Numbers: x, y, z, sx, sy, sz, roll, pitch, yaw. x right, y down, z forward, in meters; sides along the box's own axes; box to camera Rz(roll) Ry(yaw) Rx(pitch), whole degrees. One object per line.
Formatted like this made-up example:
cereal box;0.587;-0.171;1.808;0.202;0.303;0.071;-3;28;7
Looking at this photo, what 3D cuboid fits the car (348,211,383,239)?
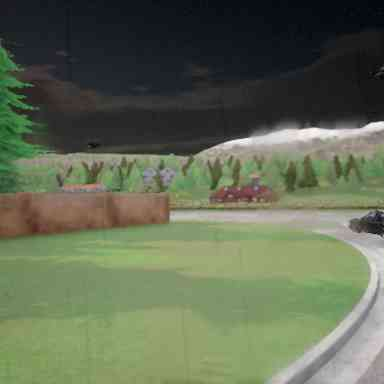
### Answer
car;10.434;1.716;17.789;2.033;1.411;5.357;-1;-1;0
